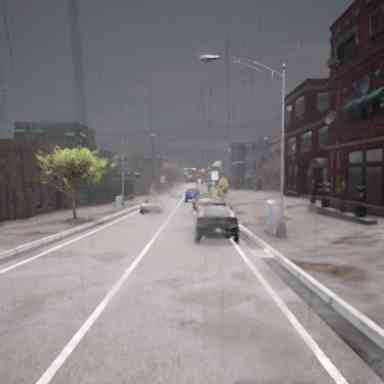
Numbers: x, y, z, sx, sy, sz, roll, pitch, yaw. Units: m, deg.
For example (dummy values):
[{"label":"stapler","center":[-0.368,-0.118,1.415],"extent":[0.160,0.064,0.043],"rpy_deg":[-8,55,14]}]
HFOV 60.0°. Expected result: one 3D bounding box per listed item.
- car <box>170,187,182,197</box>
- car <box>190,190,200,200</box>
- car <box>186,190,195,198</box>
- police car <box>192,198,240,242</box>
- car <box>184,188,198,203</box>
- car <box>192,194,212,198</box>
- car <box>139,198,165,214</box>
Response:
[{"label":"car","center":[-3.395,-0.029,70.927],"extent":[2.150,2.045,5.566],"rpy_deg":[0,1,0]},{"label":"car","center":[1.080,0.981,31.755],"extent":[2.097,1.767,4.553],"rpy_deg":[0,1,0]},{"label":"car","center":[-0.278,0.406,66.450],"extent":[1.812,1.442,4.674],"rpy_deg":[0,1,0]},{"label":"police car","center":[1.065,1.305,15.890],"extent":[1.930,1.638,5.238],"rpy_deg":[0,1,0]},{"label":"car","center":[0.042,0.463,49.638],"extent":[2.150,2.045,5.566],"rpy_deg":[0,1,0]},{"label":"car","center":[1.075,1.191,25.973],"extent":[1.801,1.575,5.366],"rpy_deg":[0,1,0]},{"label":"car","center":[-3.568,1.259,30.250],"extent":[1.895,1.301,4.718],"rpy_deg":[0,1,0]}]
